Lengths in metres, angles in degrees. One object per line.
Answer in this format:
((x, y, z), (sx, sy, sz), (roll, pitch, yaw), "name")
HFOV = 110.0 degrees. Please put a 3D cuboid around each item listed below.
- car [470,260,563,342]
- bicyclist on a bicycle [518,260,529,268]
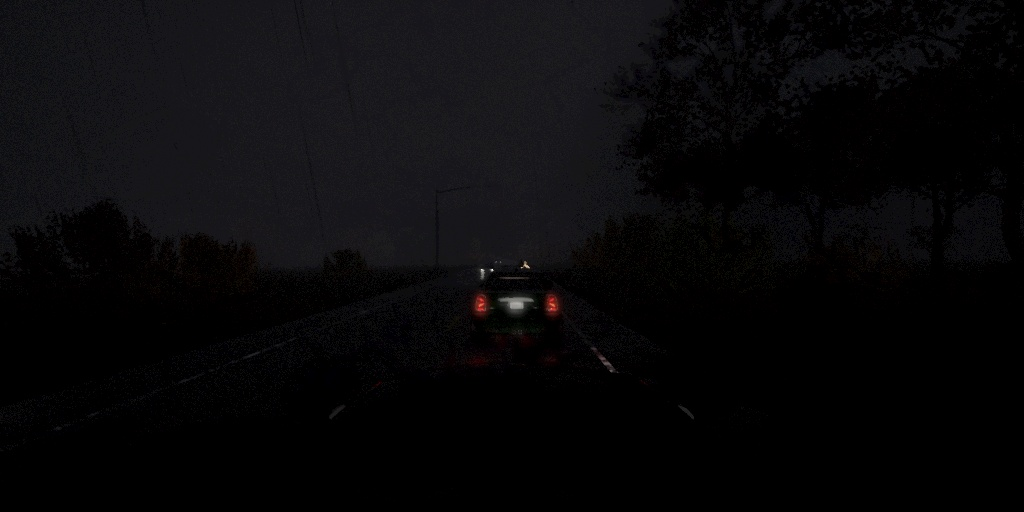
((0.105, 1.103, 9.937), (2.097, 1.767, 4.553), (0, 0, 0), "car")
((0.950, 1.189, 25.761), (0.866, 1.612, 1.509), (0, 0, 1), "bicyclist on a bicycle")
